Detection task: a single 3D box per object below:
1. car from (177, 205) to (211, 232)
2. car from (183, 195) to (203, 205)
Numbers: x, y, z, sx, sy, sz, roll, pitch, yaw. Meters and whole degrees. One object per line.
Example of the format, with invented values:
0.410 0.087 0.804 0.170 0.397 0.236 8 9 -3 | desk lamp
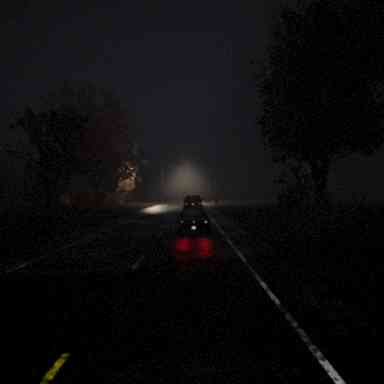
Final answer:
0.098 1.671 20.399 1.895 1.301 4.718 0 0 0 | car
0.098 1.385 38.347 2.150 2.045 5.566 0 0 0 | car
